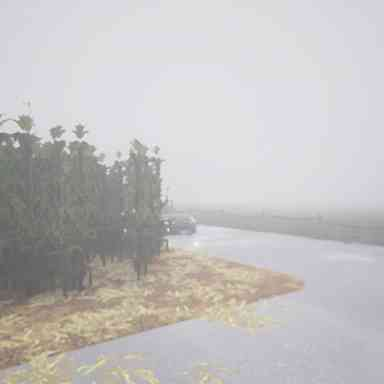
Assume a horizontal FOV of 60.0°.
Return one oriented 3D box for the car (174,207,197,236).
[{"bbox_3d":[-1.693,1.455,18.531,2.097,1.767,4.553,0,-1,-35],"label":"car"}]
